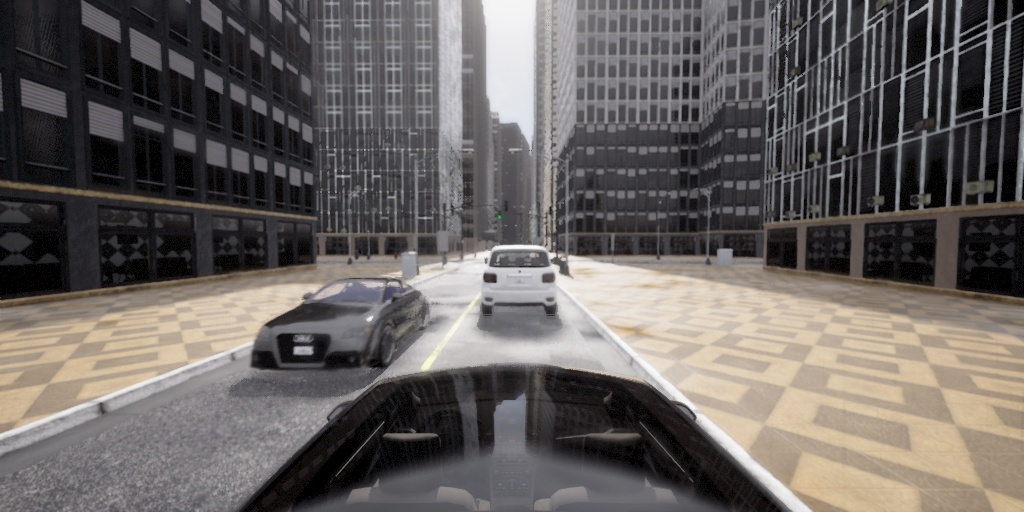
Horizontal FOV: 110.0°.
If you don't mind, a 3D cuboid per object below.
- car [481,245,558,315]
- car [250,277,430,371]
[{"bbox_3d":[0.219,0.651,11.971,2.150,2.045,5.566,0,2,0],"label":"car"},{"bbox_3d":[-3.035,1.138,7.242,1.994,1.385,4.181,0,2,1],"label":"car"}]
